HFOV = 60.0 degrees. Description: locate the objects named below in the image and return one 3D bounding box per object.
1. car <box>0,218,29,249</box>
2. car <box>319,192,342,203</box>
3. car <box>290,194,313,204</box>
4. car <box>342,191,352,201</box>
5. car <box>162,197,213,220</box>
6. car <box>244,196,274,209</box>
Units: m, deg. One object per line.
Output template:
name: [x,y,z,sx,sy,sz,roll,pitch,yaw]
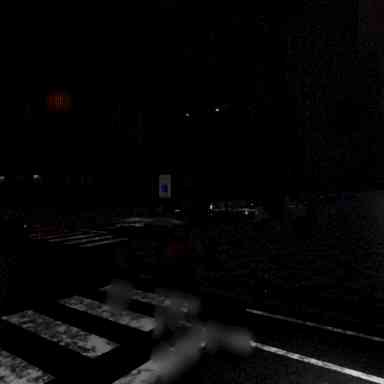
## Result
car: [-8.262,1.457,11.450,2.033,1.411,5.357,0,1,19]
car: [19.511,0.814,47.473,1.837,1.490,4.892,0,1,36]
car: [15.627,0.926,47.426,1.895,1.301,4.718,0,1,36]
car: [25.394,0.653,55.701,1.882,1.535,5.008,0,1,36]
car: [-0.259,1.194,25.315,1.837,1.490,4.892,0,1,36]
car: [7.307,1.078,35.883,1.994,1.385,4.181,0,1,36]
